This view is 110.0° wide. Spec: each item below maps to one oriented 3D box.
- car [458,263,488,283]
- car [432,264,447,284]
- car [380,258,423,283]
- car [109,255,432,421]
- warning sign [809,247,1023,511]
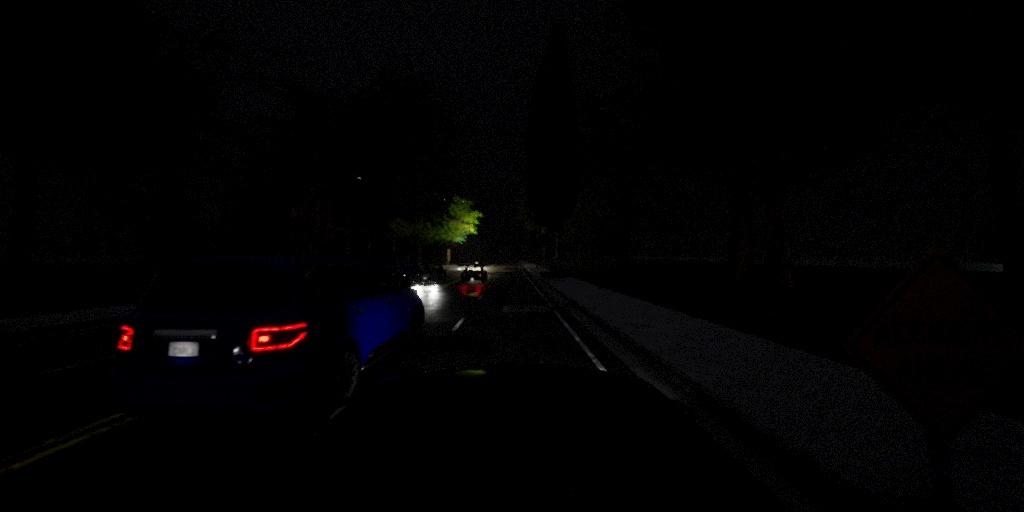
[{"bbox_3d":[-3.142,1.559,30.712,1.895,1.301,4.718,0,0,0],"label":"car"},{"bbox_3d":[-6.587,1.444,29.624,2.128,1.511,4.902,0,0,0],"label":"car"},{"bbox_3d":[-9.834,1.188,32.362,2.150,2.045,5.566,0,0,0],"label":"car"},{"bbox_3d":[-3.177,1.012,6.197,2.150,2.045,5.566,0,0,1],"label":"car"},{"bbox_3d":[2.850,0.871,2.371,1.300,1.860,1.060,0,0,0],"label":"warning sign"}]
